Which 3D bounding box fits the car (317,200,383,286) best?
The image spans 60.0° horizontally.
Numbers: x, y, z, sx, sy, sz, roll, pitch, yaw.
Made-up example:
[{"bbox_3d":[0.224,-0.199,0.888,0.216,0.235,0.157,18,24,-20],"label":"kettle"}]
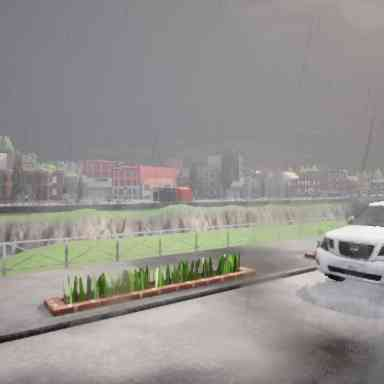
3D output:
[{"bbox_3d":[5.625,1.221,8.638,5.566,2.045,2.150,0,0,-36],"label":"car"}]
